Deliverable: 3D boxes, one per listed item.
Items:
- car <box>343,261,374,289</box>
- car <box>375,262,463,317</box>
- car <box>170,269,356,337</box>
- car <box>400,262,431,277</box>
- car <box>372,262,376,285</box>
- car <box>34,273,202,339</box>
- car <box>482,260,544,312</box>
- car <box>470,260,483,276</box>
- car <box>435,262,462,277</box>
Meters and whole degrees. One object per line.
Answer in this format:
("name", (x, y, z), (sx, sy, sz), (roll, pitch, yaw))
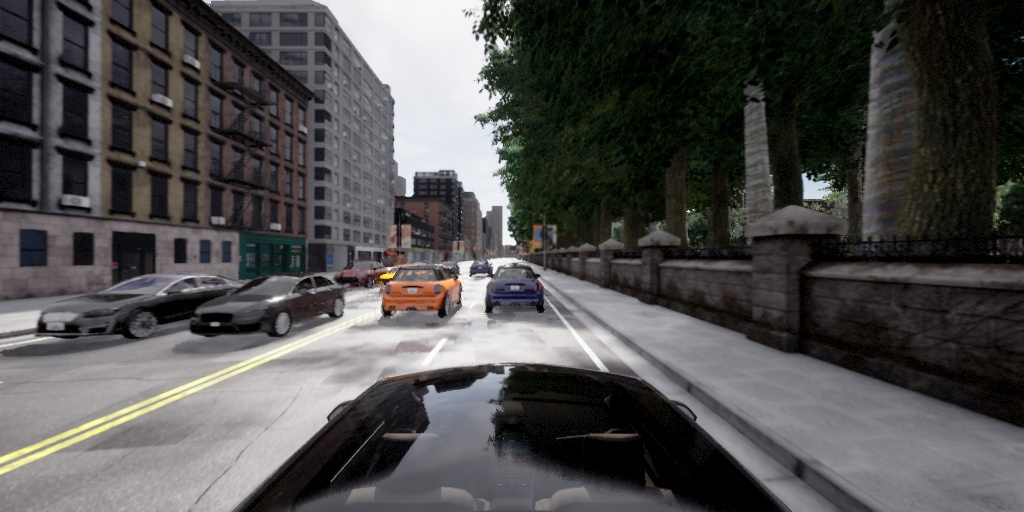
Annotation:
("car", (-9.792, 1.146, 23.599), (2.097, 1.767, 4.553), (0, 0, 0))
("car", (-3.150, 1.126, 13.476), (2.097, 1.767, 4.553), (0, 0, 0))
("car", (-6.583, 1.273, 10.386), (1.837, 1.490, 4.892), (0, 0, 0))
("car", (-9.782, 1.344, 36.750), (1.812, 1.442, 4.674), (0, 0, 1))
("car", (-6.554, 1.270, 22.072), (1.882, 1.535, 5.008), (0, 0, 0))
("car", (-9.835, 1.260, 10.183), (2.128, 1.511, 4.902), (0, 0, 0))
("car", (0.101, 1.128, 14.534), (2.097, 1.767, 4.553), (0, 0, 0))
("car", (-3.146, 1.171, 37.412), (2.097, 1.767, 4.553), (0, 0, 0))
("car", (-6.527, 1.326, 37.220), (1.837, 1.490, 4.892), (0, -1, 1))
